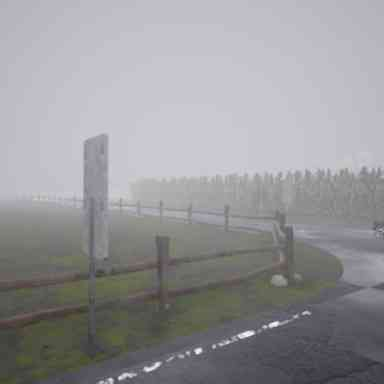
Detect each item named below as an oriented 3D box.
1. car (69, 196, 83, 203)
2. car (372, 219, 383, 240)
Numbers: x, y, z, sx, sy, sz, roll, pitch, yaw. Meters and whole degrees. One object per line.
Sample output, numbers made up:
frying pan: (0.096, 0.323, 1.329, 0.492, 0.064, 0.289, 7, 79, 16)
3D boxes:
car: (-20.662, 1.285, 59.832, 1.895, 1.301, 4.718, 1, 0, -34)
car: (9.536, 1.552, 13.700, 1.895, 1.301, 4.718, 0, 1, -2)
